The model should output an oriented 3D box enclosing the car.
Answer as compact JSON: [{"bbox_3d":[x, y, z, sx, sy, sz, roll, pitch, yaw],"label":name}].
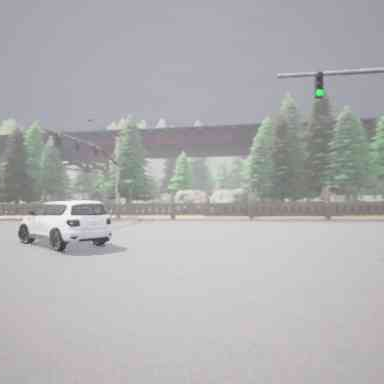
[{"bbox_3d":[-5.914,1.431,15.261,5.566,2.045,2.150,-1,-2,43],"label":"car"}]
